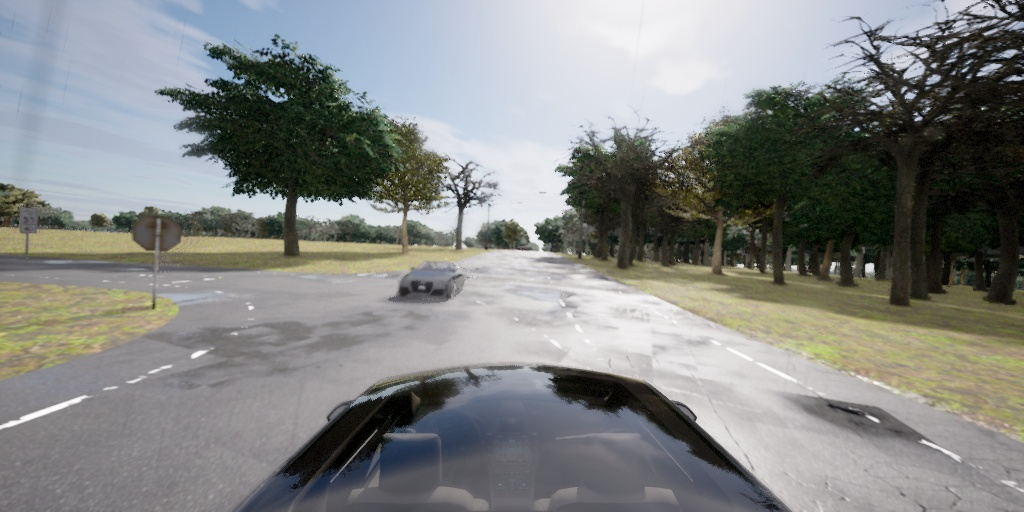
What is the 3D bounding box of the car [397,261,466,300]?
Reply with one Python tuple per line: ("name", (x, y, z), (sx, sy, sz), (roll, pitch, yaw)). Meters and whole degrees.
("car", (-3.134, 0.901, 14.758), (1.994, 1.385, 4.181), (3, 1, 2))
